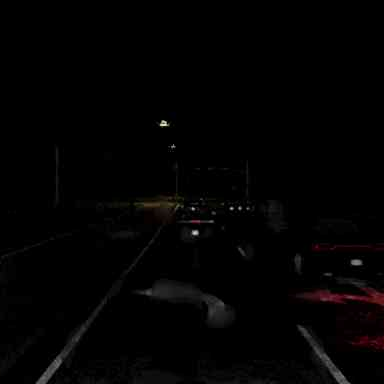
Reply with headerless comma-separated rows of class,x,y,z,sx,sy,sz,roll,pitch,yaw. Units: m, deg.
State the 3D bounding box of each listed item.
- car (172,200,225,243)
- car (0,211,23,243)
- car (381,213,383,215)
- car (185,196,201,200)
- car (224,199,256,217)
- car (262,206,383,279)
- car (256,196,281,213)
car,0.124,1.338,15.189,2.128,1.511,4.902,0,1,0
car,-8.080,1.401,12.401,1.812,1.442,4.674,0,1,0
car,7.110,1.410,11.420,1.812,1.442,4.674,0,1,0
car,0.077,1.189,31.491,1.837,1.490,4.892,0,1,0
car,3.596,1.271,27.573,2.033,1.411,5.357,0,1,0
car,3.615,1.379,9.766,1.882,1.535,5.008,0,0,0
car,7.077,1.187,31.644,1.837,1.490,4.892,0,1,0
